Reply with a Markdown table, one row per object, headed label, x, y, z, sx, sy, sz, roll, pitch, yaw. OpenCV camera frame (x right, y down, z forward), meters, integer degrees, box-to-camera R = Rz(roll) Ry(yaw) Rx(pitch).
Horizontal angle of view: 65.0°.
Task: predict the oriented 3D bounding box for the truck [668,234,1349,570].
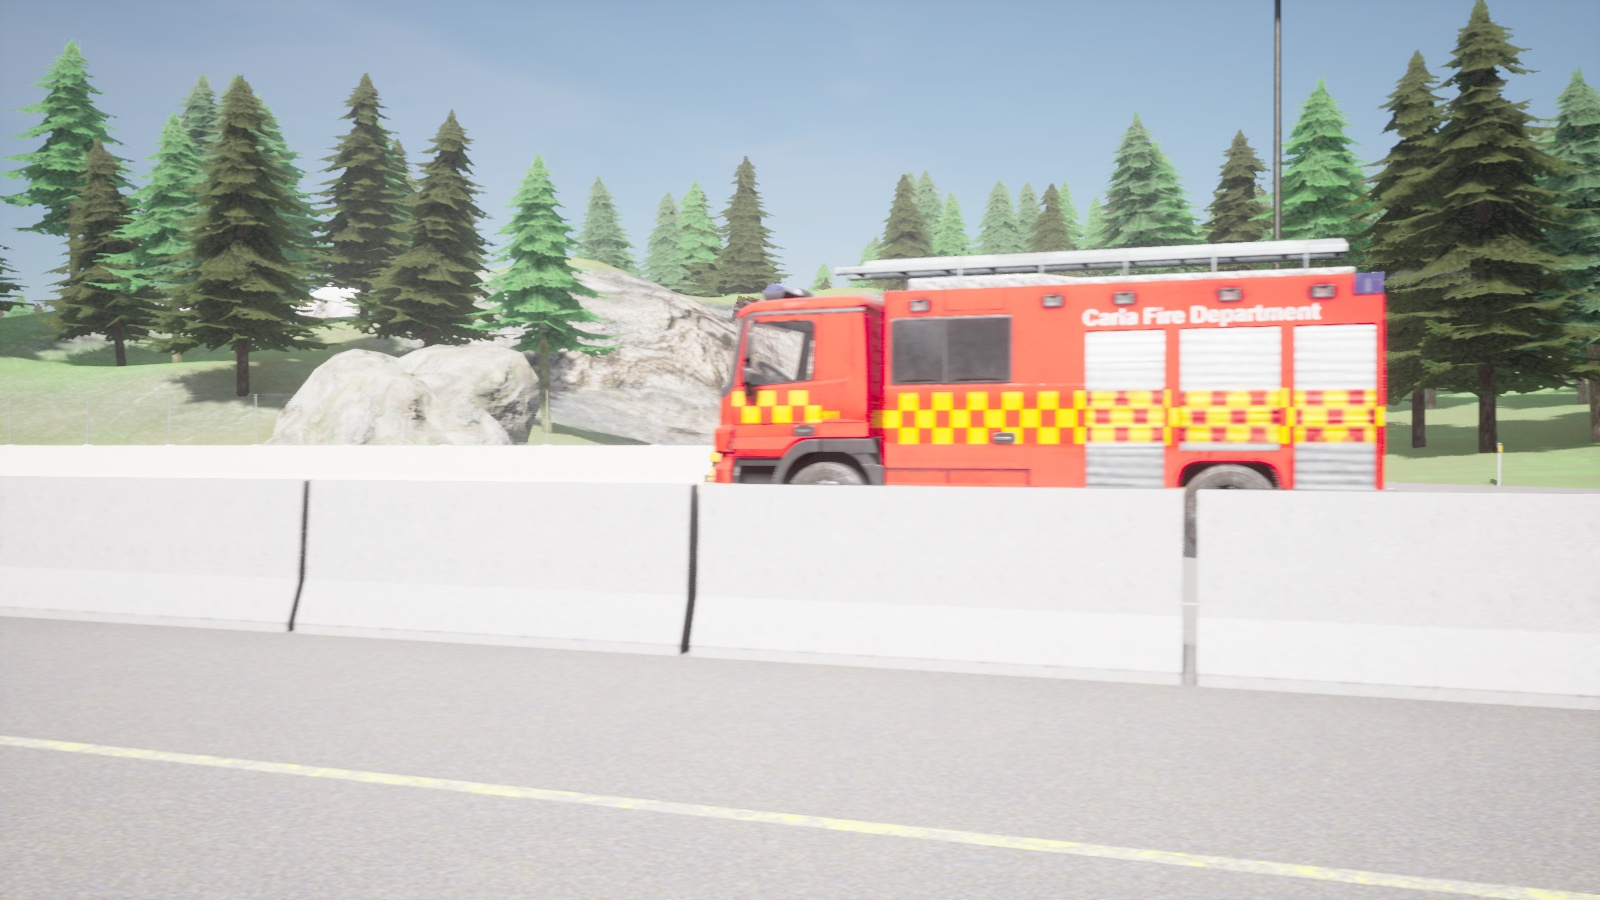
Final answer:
| label | x | y | z | sx | sy | sz | roll | pitch | yaw |
| --- | --- | --- | --- | --- | --- | --- | --- | --- | --- |
| truck | 2.690 | -0.601 | 17.041 | 8.468 | 3.827 | 2.891 | 1 | 1 | 19 |
